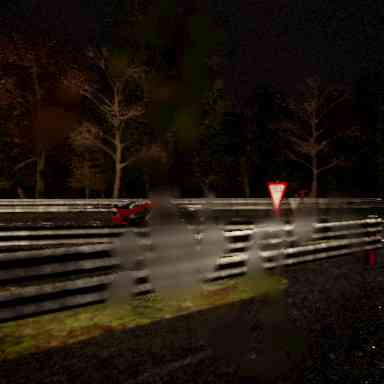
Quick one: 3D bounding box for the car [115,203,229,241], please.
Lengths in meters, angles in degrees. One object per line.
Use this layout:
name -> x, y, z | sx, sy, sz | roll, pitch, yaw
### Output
car -> -0.602, 1.386, 14.154 | 4.892, 1.490, 1.837 | 0, 1, -16

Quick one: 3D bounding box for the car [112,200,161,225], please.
car -> -1.550, 1.298, 17.523 | 5.008, 1.535, 1.882 | 0, 1, -16

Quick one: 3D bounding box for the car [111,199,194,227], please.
car -> -2.526, 1.252, 20.882 | 4.902, 1.511, 2.128 | 0, 1, -16
